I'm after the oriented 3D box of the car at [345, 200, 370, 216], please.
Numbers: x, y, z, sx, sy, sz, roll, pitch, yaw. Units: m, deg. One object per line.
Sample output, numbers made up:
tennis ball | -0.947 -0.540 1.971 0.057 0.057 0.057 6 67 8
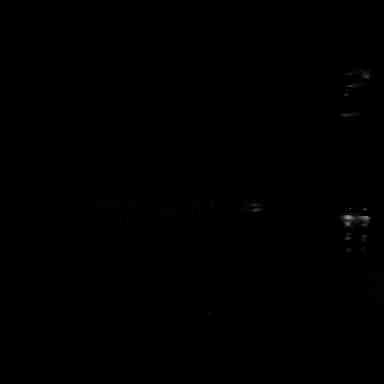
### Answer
car | 16.725 1.549 33.671 1.837 1.490 4.892 1 0 25
